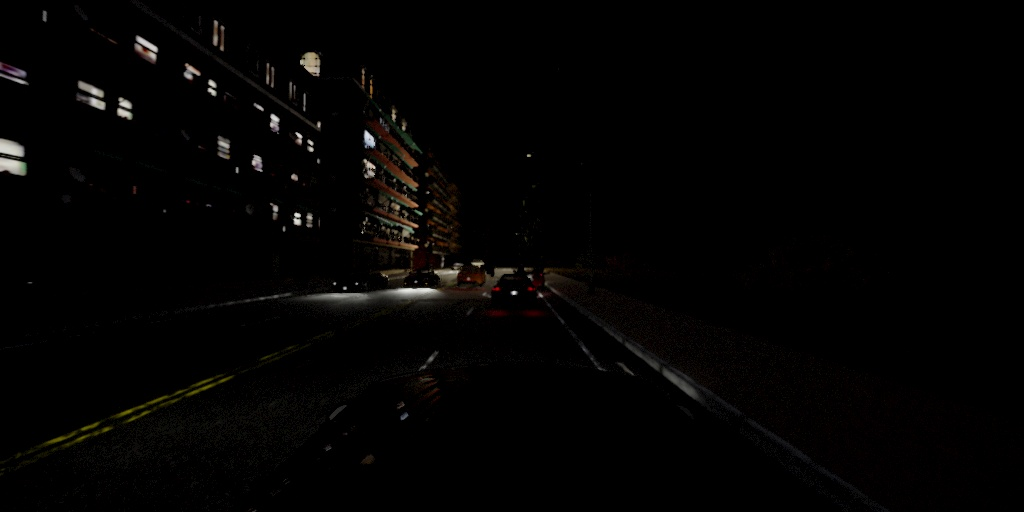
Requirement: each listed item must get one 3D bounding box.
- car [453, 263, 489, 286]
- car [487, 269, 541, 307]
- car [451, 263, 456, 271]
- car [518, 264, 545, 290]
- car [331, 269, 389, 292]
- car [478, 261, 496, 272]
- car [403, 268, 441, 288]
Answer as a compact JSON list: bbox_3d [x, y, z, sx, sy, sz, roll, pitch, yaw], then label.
[{"bbox_3d":[-3.138,1.545,28.448,1.882,1.535,5.008,0,-1,0],"label":"car"},{"bbox_3d":[0.102,1.491,16.542,1.994,1.385,4.181,0,-1,1],"label":"car"},{"bbox_3d":[-9.744,1.982,64.602,2.128,1.511,4.902,0,-1,1],"label":"car"},{"bbox_3d":[1.149,1.383,25.480,2.097,1.767,4.553,0,-1,0],"label":"car"},{"bbox_3d":[-9.841,1.560,23.787,2.033,1.411,5.357,0,-1,0],"label":"car"},{"bbox_3d":[-3.129,1.759,44.258,1.837,1.490,4.892,0,0,0],"label":"car"},{"bbox_3d":[-6.588,1.609,26.544,1.994,1.385,4.181,0,-1,0],"label":"car"}]
